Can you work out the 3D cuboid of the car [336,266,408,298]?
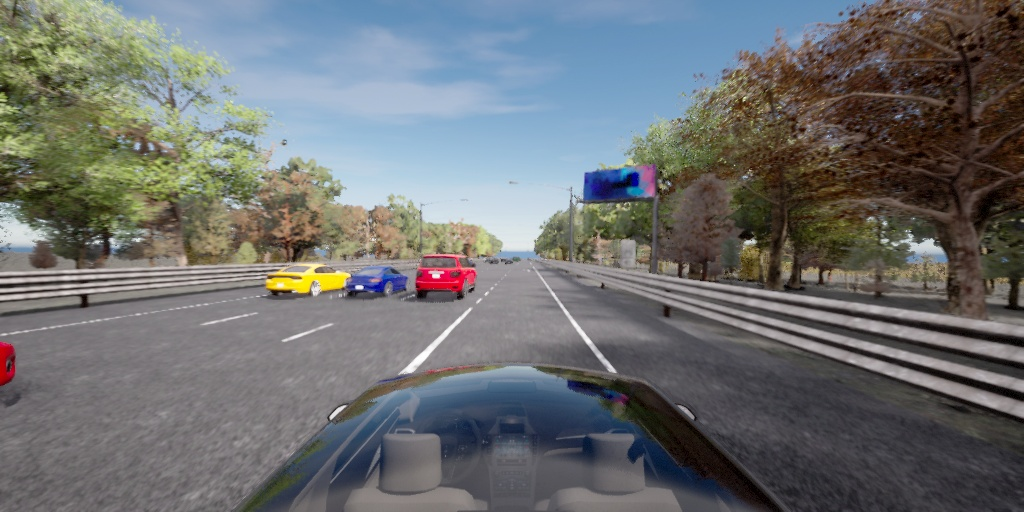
[{"bbox_3d":[-6.620,1.219,18.057,1.812,1.442,4.674,0,0,2],"label":"car"}]

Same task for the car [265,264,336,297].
[{"bbox_3d":[-10.115,1.141,18.257,1.882,1.535,5.008,0,0,2],"label":"car"}]

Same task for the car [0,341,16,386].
[{"bbox_3d":[-7.225,0.914,1.912,2.150,2.045,5.566,0,0,2],"label":"car"}]

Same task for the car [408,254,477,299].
[{"bbox_3d":[-3.125,0.944,17.908,2.150,2.045,5.566,0,0,2],"label":"car"}]
